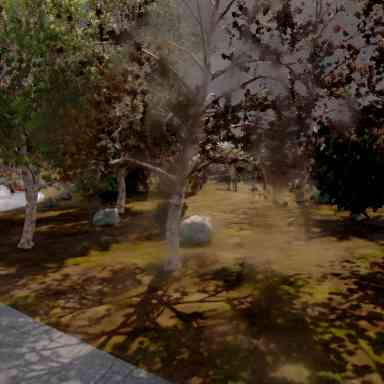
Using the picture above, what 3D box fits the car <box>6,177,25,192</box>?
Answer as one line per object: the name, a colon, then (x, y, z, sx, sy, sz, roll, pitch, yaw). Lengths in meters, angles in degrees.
car: (-20.566, -0.974, 39.441, 2.097, 1.767, 4.553, 2, 4, -35)
